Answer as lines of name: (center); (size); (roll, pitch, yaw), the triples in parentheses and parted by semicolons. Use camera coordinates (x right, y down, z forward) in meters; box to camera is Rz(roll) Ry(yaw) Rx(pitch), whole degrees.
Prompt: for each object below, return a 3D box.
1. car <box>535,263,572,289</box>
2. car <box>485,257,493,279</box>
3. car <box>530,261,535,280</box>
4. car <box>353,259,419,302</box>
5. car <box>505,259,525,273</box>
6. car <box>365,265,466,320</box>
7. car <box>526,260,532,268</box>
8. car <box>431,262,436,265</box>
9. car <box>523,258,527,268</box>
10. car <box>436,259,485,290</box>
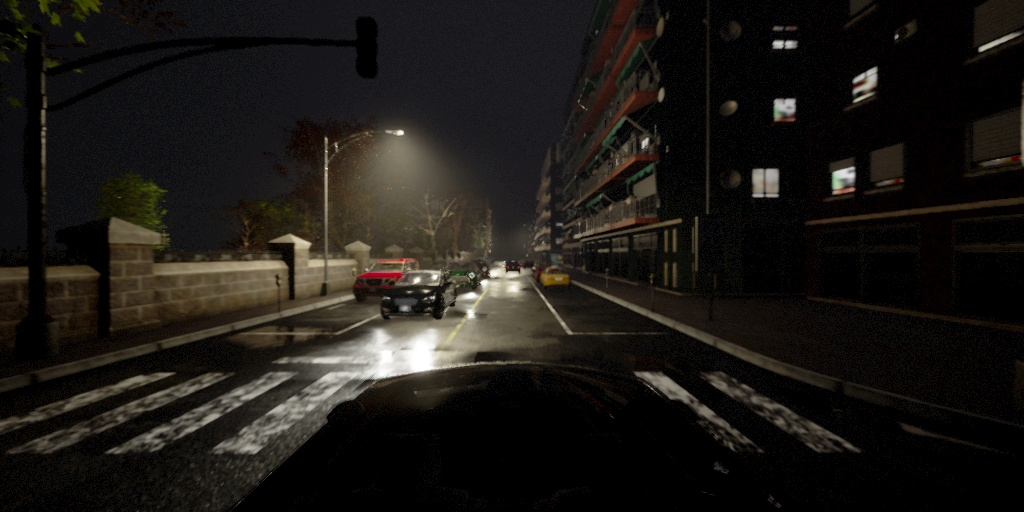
car: (2.692, 1.283, 22.871); (1.751, 1.417, 4.829); (0, 0, 0)
car: (-3.090, 1.116, 32.382); (2.097, 1.767, 4.553); (0, 0, 0)
car: (2.692, 1.306, 28.236); (1.888, 1.381, 4.507); (0, 0, 0)
car: (-5.688, 1.069, 17.165); (2.192, 1.841, 5.009); (0, 0, 0)
car: (0.102, 1.319, 42.945); (2.033, 1.411, 5.357); (0, 0, -1)
car: (-3.106, 1.244, 12.768); (2.128, 1.511, 4.902); (0, 0, -1)
car: (2.692, 1.316, 33.772); (2.007, 1.370, 4.403); (0, 0, 0)
car: (-5.688, 1.201, 28.236); (1.967, 1.591, 4.097); (0, 0, 0)
car: (2.693, 1.327, 55.912); (1.888, 1.381, 4.507); (0, 0, 0)
car: (-3.098, 1.110, 22.561); (2.097, 1.767, 4.553); (0, 0, 0)
